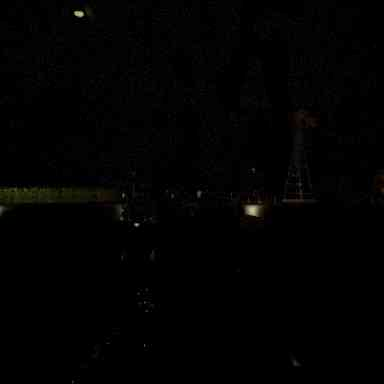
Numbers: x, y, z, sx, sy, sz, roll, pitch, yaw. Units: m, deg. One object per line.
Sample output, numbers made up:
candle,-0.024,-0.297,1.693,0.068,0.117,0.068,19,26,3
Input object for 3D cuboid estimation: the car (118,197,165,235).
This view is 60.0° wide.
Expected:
car,-2.859,1.355,19.966,2.150,2.045,5.566,0,0,0

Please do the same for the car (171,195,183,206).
car,-2.776,1.600,62.512,2.150,2.045,5.566,0,0,0

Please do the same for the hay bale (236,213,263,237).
hay bale,3.126,1.778,18.207,1.220,1.180,1.240,1,0,0

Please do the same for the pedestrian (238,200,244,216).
pedestrian,2.817,1.419,19.302,0.375,1.860,0.375,-1,0,0

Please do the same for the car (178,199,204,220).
car,0.028,1.675,30.224,1.882,1.535,5.008,0,-1,0
